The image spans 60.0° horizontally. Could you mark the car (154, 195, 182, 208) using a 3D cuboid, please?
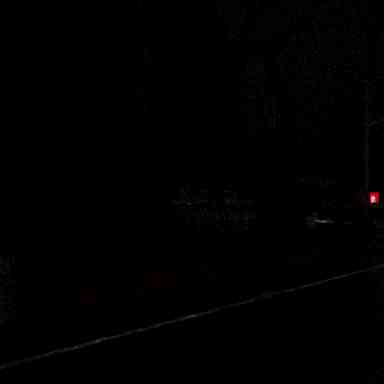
[{"bbox_3d":[-3.647,1.367,50.080,2.097,1.767,4.553,0,0,-35],"label":"car"}]

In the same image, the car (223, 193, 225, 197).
[{"bbox_3d":[7.046,1.092,94.350,1.905,1.878,3.866,0,0,-37],"label":"car"}]

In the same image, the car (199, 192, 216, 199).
[{"bbox_3d":[4.957,1.113,92.288,1.932,1.855,4.605,0,0,-37],"label":"car"}]

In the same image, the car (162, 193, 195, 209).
[{"bbox_3d":[-2.149,1.366,41.860,2.097,1.767,4.553,0,0,-37],"label":"car"}]

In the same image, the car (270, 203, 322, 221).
[{"bbox_3d":[8.564,1.578,27.651,1.994,1.385,4.181,0,0,-37],"label":"car"}]
